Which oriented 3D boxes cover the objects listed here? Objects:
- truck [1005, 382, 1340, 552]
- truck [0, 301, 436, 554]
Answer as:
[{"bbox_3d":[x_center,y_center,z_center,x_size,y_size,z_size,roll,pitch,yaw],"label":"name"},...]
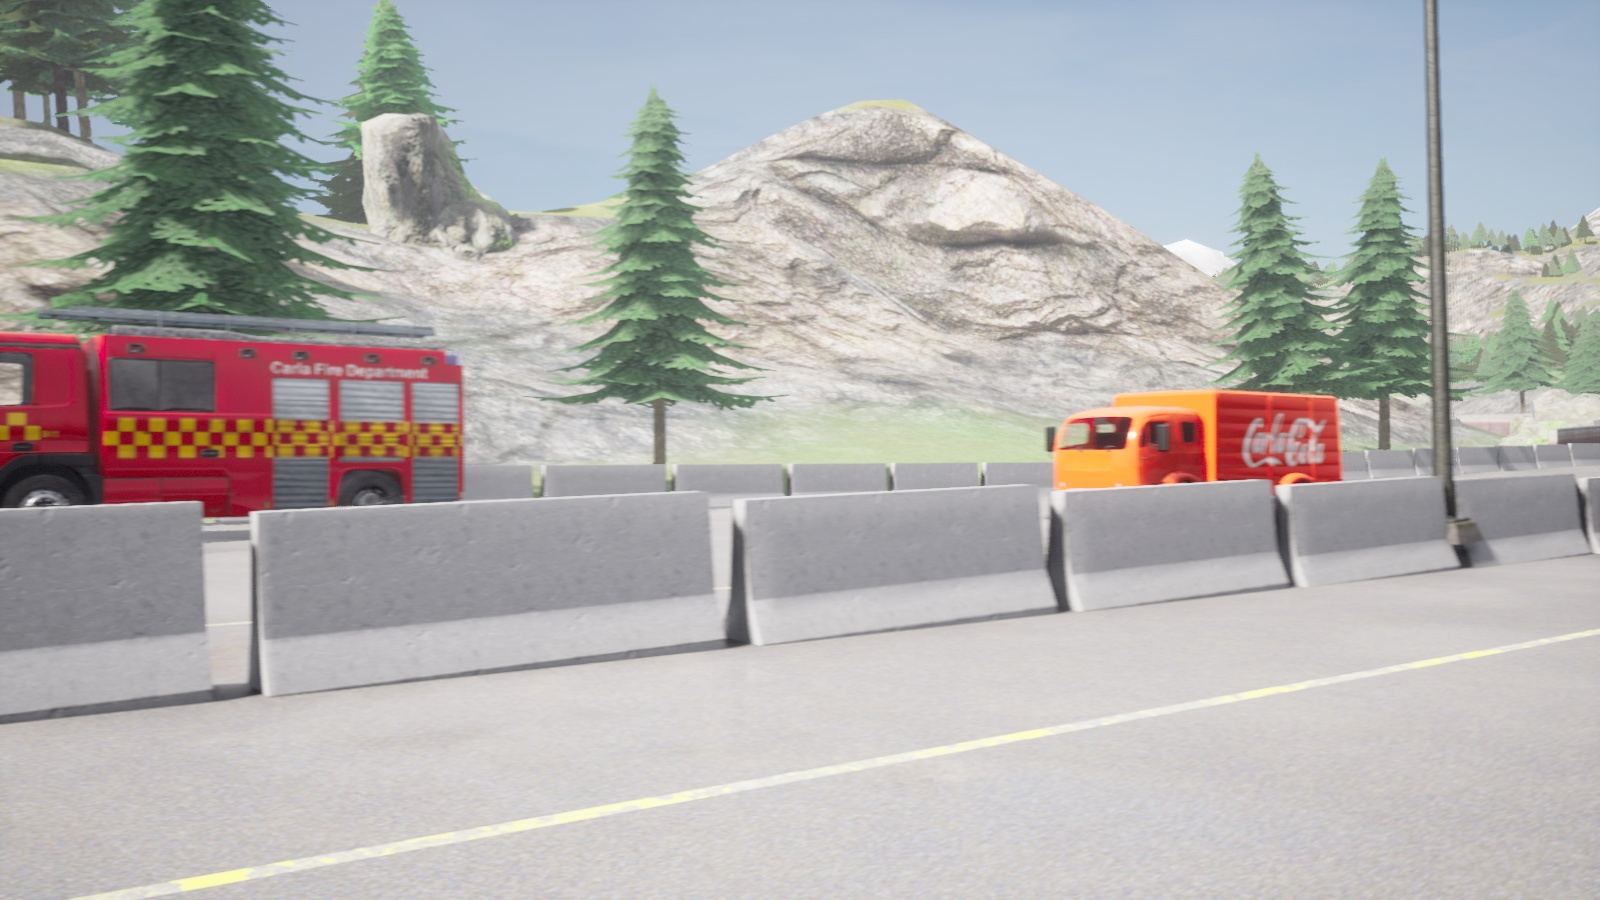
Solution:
[{"bbox_3d":[6.216,0.238,20.781,5.204,2.467,2.627,0,0,-35],"label":"truck"},{"bbox_3d":[-10.929,-0.344,21.642,8.468,3.827,2.891,0,0,-35],"label":"truck"}]
